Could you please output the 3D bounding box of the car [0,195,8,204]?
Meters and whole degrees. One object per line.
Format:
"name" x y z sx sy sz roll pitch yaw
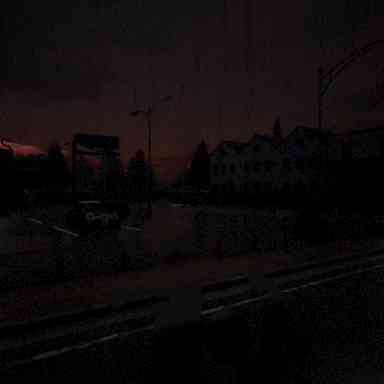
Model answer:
"car" -39.242 1.495 66.078 4.611 1.667 2.242 0 0 -36

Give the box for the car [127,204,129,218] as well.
"car" -6.480 1.313 25.732 2.007 1.523 4.514 0 0 -36

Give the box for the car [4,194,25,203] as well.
"car" -39.017 1.328 73.206 3.866 1.878 1.905 0 0 -36

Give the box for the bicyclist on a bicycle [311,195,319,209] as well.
"bicyclist on a bicycle" 13.626 1.124 36.816 1.656 1.620 0.582 0 0 -35

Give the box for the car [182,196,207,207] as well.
"car" 0.407 1.349 48.836 1.812 1.442 4.674 0 0 -36

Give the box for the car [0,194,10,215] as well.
"car" -17.955 1.113 29.821 1.932 1.855 4.605 0 0 -36

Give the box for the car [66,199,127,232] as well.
"car" -5.347 1.248 17.869 1.970 1.475 3.806 0 0 -36

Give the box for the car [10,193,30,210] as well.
"car" -19.870 1.092 38.130 1.905 1.878 3.866 0 0 -36
